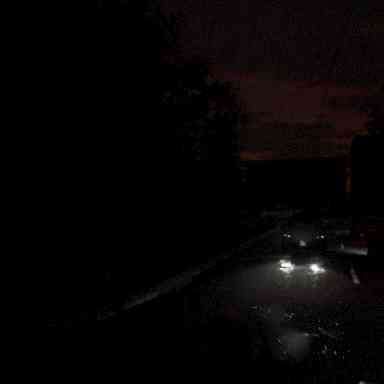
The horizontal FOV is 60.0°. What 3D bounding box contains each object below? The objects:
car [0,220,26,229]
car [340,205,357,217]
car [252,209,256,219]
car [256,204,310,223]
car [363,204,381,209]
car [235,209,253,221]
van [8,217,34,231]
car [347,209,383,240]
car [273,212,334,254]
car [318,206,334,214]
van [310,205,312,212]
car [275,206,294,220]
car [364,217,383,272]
[{"bbox_3d":[-36.192,6.491,67.239,2.002,1.452,4.674,-4,-2,21],"label":"car"},{"bbox_3d":[21.393,2.580,45.481,2.163,1.488,4.792,-4,-2,21],"label":"car"},{"bbox_3d":[10.920,3.157,49.449,2.185,1.767,4.553,-4,-2,21],"label":"car"},{"bbox_3d":[11.144,2.667,40.679,5.566,2.045,2.150,-4,-2,21],"label":"car"},{"bbox_3d":[24.009,2.397,44.491,2.163,1.488,4.792,-4,-2,21],"label":"car"},{"bbox_3d":[8.304,3.340,50.439,2.185,1.767,4.553,-4,-2,21],"label":"car"},{"bbox_3d":[-33.628,6.063,66.151,1.878,1.987,4.442,-4,-2,21],"label":"van"},{"bbox_3d":[10.985,2.073,20.639,1.882,1.535,5.008,0,-2,22],"label":"car"},{"bbox_3d":[5.295,1.872,15.455,2.128,1.511,4.902,0,-2,22],"label":"car"},{"bbox_3d":[18.766,2.733,46.450,2.097,1.535,5.008,-4,-2,21],"label":"car"},{"bbox_3d":[16.177,2.693,47.553,1.878,1.987,4.442,-4,-2,21],"label":"van"},{"bbox_3d":[13.514,2.973,48.401,2.185,1.767,4.553,-4,-2,21],"label":"car"},{"bbox_3d":[7.067,1.763,11.101,1.812,1.442,4.674,0,-2,23],"label":"car"}]
